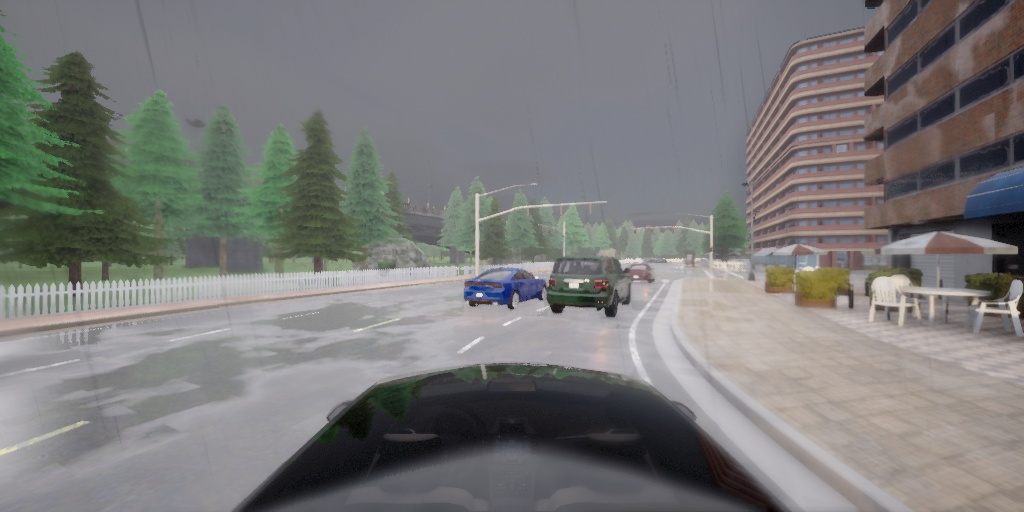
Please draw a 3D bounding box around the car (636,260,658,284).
[{"bbox_3d":[9.637,1.280,26.914,1.812,1.442,4.674,0,0,26],"label":"car"}]

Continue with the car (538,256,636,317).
[{"bbox_3d":[3.081,1.005,13.456,2.150,2.045,5.566,0,0,26],"label":"car"}]

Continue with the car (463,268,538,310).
[{"bbox_3d":[-0.079,1.232,14.962,1.882,1.535,5.008,0,0,26],"label":"car"}]
